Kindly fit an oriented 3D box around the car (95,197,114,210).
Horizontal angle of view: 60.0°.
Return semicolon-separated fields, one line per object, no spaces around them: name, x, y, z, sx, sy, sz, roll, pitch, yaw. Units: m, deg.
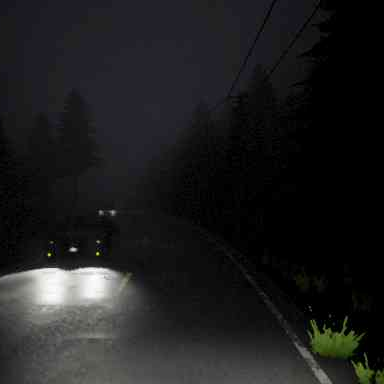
car;-11.367;1.491;43.197;1.882;1.535;5.008;0;0;-24

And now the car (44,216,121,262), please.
car;-3.761;1.568;12.031;1.994;1.385;4.181;0;0;-5

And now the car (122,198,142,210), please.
car;-7.930;1.505;43.785;2.128;1.511;4.902;0;0;-23
